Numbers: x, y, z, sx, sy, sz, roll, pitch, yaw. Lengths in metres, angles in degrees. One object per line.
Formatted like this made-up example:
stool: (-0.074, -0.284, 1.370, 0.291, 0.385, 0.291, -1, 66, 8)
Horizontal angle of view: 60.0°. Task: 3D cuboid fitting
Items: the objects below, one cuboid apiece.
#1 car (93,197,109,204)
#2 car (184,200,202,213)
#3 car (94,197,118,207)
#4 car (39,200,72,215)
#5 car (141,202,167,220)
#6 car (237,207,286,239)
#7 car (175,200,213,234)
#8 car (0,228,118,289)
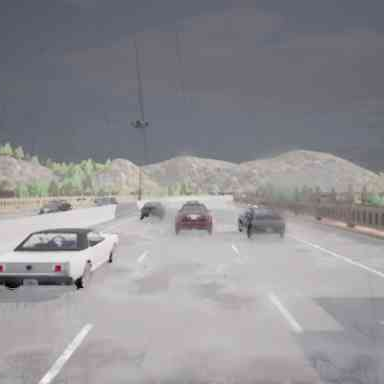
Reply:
car: (-17.491, 1.622, 64.276, 1.994, 1.385, 4.181, 0, 0, 0)
car: (0.106, 1.715, 40.891, 2.033, 1.411, 5.357, 0, 0, 0)
car: (-10.557, 1.519, 41.112, 2.097, 1.767, 4.553, 0, 0, 0)
car: (-14.074, 1.634, 34.603, 2.128, 1.511, 4.902, 0, 0, 0)
car: (-3.396, 1.626, 29.618, 1.837, 1.490, 4.892, 0, 0, 0)
car: (3.603, 1.565, 17.860, 2.128, 1.511, 4.902, 0, 0, 0)
car: (0.103, 1.434, 20.007, 2.097, 1.767, 4.553, 0, 0, 0)
car: (-3.405, 1.639, 9.250, 1.895, 1.301, 4.718, 0, 0, 0)
